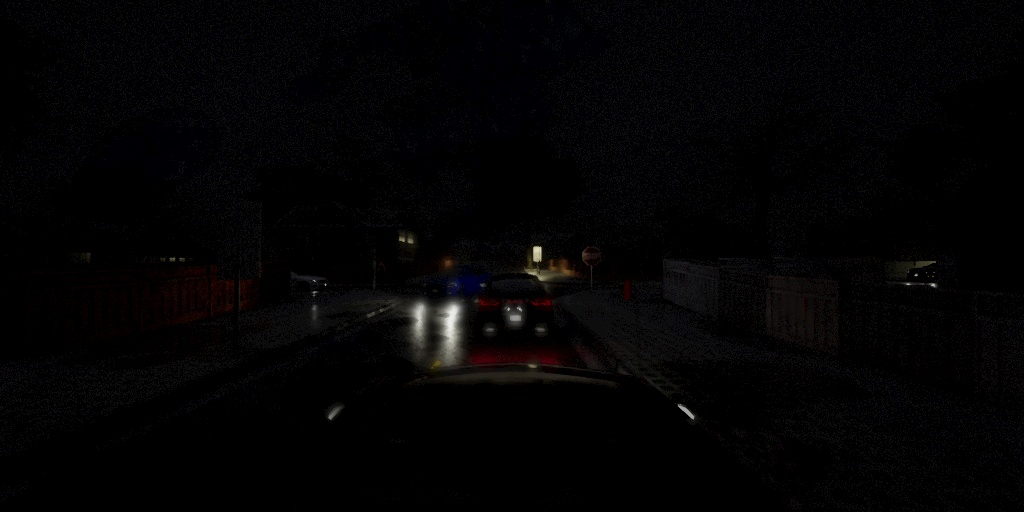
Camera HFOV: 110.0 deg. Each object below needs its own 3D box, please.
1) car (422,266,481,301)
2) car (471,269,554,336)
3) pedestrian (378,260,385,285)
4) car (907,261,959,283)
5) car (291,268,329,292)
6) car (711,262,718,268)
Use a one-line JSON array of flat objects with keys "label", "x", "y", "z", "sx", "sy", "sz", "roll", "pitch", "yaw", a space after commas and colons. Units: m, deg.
[{"label": "car", "x": -2.639, "y": 1.266, "z": 18.151, "sx": 1.882, "sy": 1.535, "sz": 5.008, "roll": -2, "pitch": -1, "yaw": 18}, {"label": "car", "x": 0.079, "y": 1.242, "z": 10.497, "sx": 1.882, "sy": 1.535, "sz": 5.008, "roll": 0, "pitch": 0, "yaw": 0}, {"label": "pedestrian", "x": -9.718, "y": 1.201, "z": 26.635, "sx": 0.375, "sy": 1.860, "sz": 0.375, "roll": 0, "pitch": -1, "yaw": 1}, {"label": "car", "x": 28.693, "y": 0.973, "z": 23.287, "sx": 4.892, "sy": 1.490, "sz": 1.837, "roll": -1, "pitch": -2, "yaw": 1}, {"label": "car", "x": -13.129, "y": 1.421, "z": 20.784, "sx": 4.674, "sy": 1.442, "sz": 1.812, "roll": -1, "pitch": -2, "yaw": 0}, {"label": "car", "x": 12.971, "y": 1.138, "z": 23.467, "sx": 5.008, "sy": 1.535, "sz": 1.882, "roll": -1, "pitch": -2, "yaw": 1}]
